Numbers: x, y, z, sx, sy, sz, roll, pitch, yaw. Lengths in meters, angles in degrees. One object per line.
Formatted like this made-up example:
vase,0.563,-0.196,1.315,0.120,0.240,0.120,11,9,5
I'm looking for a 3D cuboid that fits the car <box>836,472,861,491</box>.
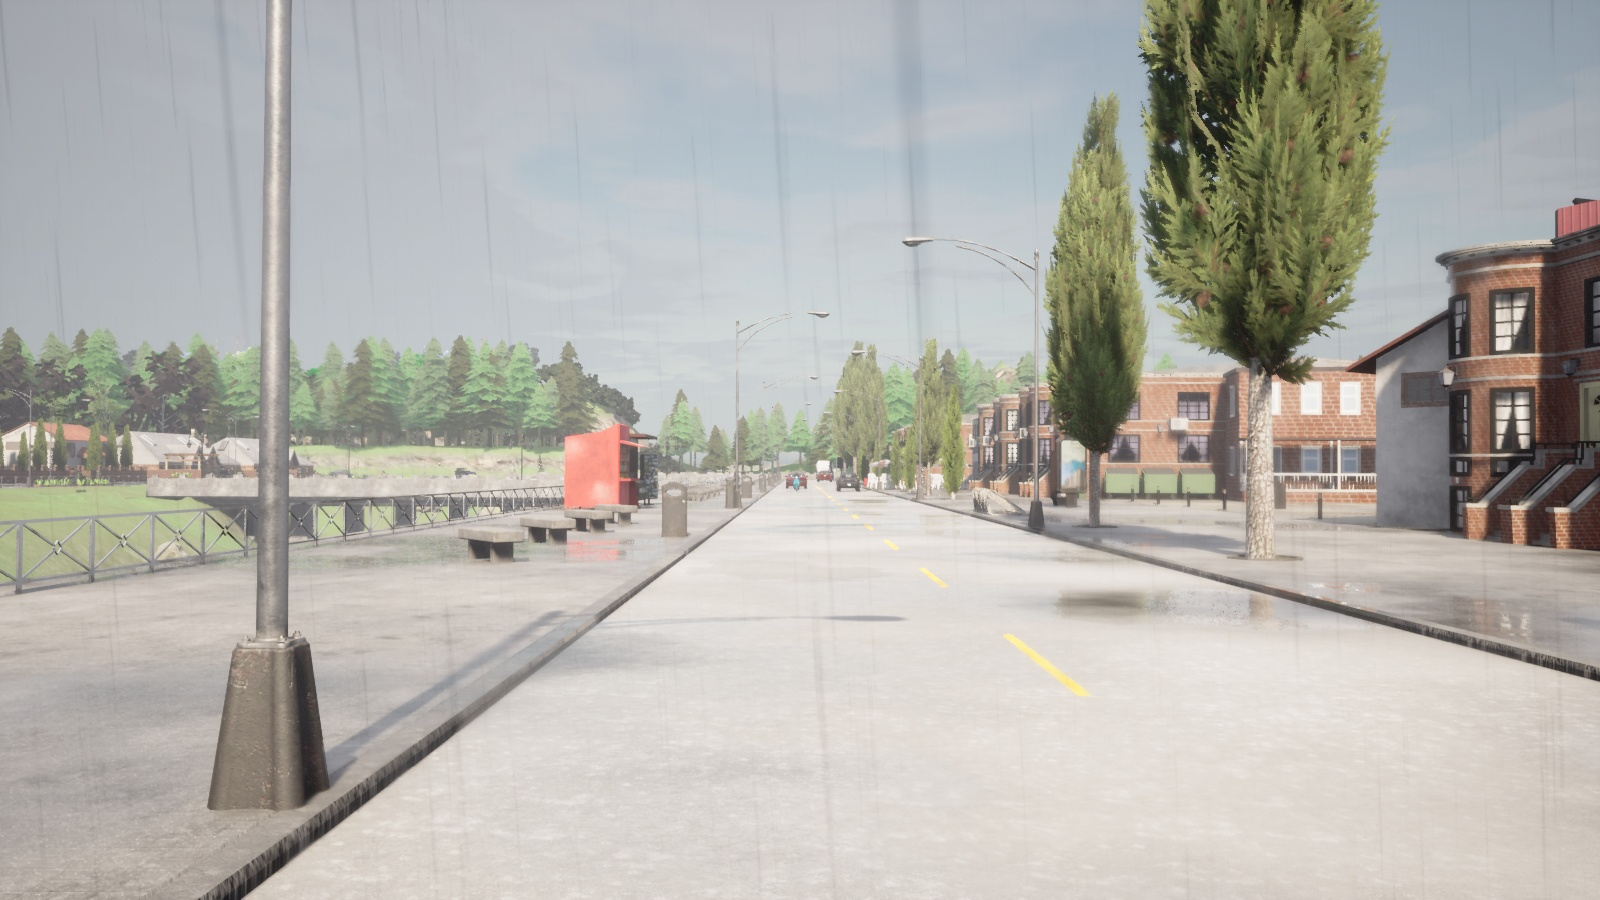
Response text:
car,3.745,2.451,97.753,1.816,1.474,4.193,0,-1,0
